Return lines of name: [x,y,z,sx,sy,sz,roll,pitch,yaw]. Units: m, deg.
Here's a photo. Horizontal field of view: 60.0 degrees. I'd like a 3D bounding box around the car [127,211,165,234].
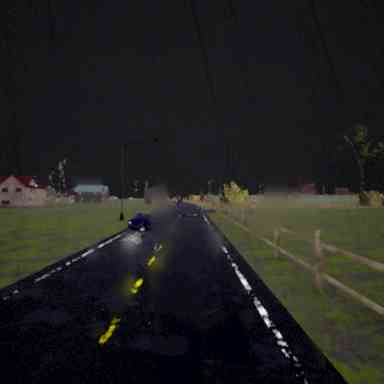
car: [-2.844,1.877,21.326,1.895,1.301,4.718,0,-1,0]
